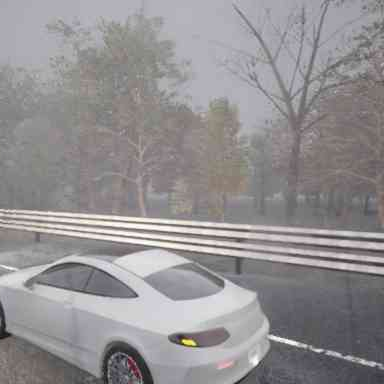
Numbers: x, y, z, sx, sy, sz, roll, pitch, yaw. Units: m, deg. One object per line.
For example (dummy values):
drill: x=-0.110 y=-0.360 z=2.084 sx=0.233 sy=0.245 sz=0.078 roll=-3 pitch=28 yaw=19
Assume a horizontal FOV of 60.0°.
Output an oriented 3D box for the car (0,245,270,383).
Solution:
car: x=-1.214 y=1.526 z=4.850 sx=4.674 sy=1.442 sz=1.812 roll=0 pitch=0 yaw=35
